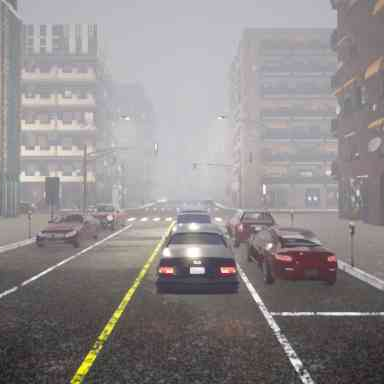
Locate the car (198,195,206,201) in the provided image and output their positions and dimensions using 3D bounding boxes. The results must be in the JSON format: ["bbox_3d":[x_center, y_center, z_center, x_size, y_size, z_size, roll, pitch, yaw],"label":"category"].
[{"bbox_3d":[2.609,1.560,86.905,2.008,1.369,4.403,1,0,0],"label":"car"}]

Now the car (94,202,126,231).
[{"bbox_3d":[-5.305,1.444,20.311,1.967,1.590,4.097,1,0,0],"label":"car"}]

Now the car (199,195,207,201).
[{"bbox_3d":[2.607,1.554,81.235,1.887,1.381,4.507,1,0,0],"label":"car"}]

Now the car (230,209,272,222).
[{"bbox_3d":[2.581,1.443,14.781,1.967,1.590,4.097,1,0,0],"label":"car"}]

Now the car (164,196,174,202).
[{"bbox_3d":[-5.276,1.575,75.537,1.947,1.339,4.313,1,0,0],"label":"car"}]

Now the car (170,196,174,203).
[{"bbox_3d":[-5.278,1.534,69.696,1.752,1.417,4.829,1,0,0],"label":"car"}]

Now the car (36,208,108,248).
[{"bbox_3d":[-5.305,1.585,14.762,1.802,1.307,4.206,1,0,0],"label":"car"}]

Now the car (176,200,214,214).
[{"bbox_3d":[0.100,1.482,19.529,1.882,1.535,5.008,0,0,0],"label":"car"}]

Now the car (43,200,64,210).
[{"bbox_3d":[-17.608,1.589,39.703,4.313,1.339,1.947,0,-1,0],"label":"car"}]

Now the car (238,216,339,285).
[{"bbox_3d":[2.577,1.584,9.231,1.802,1.307,4.206,1,0,0],"label":"car"}]

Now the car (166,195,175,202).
[{"bbox_3d":[-5.274,1.554,81.208,1.887,1.381,4.507,1,0,0],"label":"car"}]

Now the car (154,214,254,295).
[{"bbox_3d":[0.104,1.549,8.887,2.033,1.411,5.357,0,0,0],"label":"car"}]

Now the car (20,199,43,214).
[{"bbox_3d":[-17.549,1.240,31.827,5.009,1.841,2.192,0,-1,0],"label":"car"}]

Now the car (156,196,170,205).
[{"bbox_3d":[-5.283,1.533,58.354,1.752,1.417,4.829,1,0,0],"label":"car"}]

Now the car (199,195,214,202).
[{"bbox_3d":[2.595,1.558,52.880,2.008,1.369,4.403,1,0,0],"label":"car"}]
